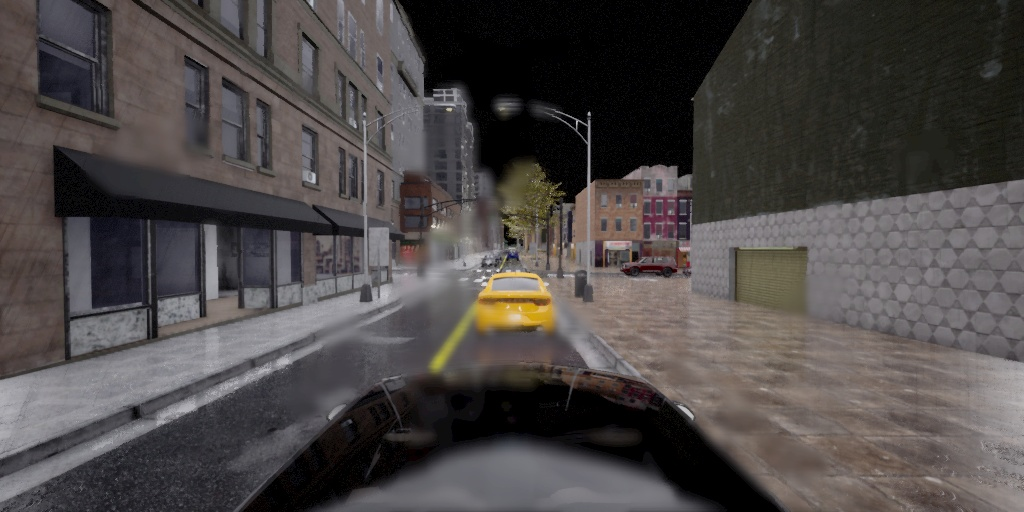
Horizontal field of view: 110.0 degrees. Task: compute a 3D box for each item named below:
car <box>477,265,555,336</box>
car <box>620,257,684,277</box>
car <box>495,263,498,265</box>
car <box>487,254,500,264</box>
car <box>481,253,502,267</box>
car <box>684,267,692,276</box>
[{"bbox_3d":[0.100,1.206,10.414,1.882,1.535,5.008,0,0,0],"label":"car"},{"bbox_3d":[12.717,0.953,33.384,5.009,1.841,2.192,0,0,0],"label":"car"},{"bbox_3d":[0.076,1.250,19.858,1.895,1.301,4.718,0,1,0],"label":"car"},{"bbox_3d":[-2.821,0.444,55.813,1.895,1.301,4.718,0,2,0],"label":"car"},{"bbox_3d":[-2.820,0.615,45.972,2.128,1.511,4.902,0,2,1],"label":"car"},{"bbox_3d":[18.119,1.297,33.391,4.207,1.307,1.802,0,0,0],"label":"car"}]
